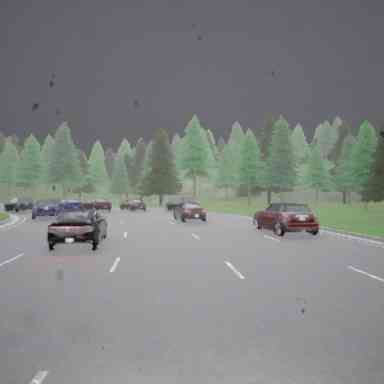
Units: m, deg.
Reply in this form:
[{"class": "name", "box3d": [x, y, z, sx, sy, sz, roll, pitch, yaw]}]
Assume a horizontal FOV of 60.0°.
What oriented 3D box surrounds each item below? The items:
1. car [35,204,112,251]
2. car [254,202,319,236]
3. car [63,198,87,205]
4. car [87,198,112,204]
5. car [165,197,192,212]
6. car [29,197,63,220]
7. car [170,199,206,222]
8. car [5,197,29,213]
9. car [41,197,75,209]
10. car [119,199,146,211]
[{"class": "car", "box3d": [-4.771, 1.494, 14.263, 2.128, 1.511, 4.902, 0, 0, -9]}, {"class": "car", "box3d": [5.087, 1.357, 18.579, 2.097, 1.767, 4.553, 0, 0, -10]}, {"class": "car", "box3d": [-13.528, 1.486, 36.417, 1.882, 1.535, 5.008, 0, -1, -37]}, {"class": "car", "box3d": [-11.136, 1.487, 38.912, 1.882, 1.535, 5.008, 0, 0, -38]}, {"class": "car", "box3d": [-1.334, 1.361, 37.520, 2.097, 1.767, 4.553, 0, 0, -30]}, {"class": "car", "box3d": [-12.641, 1.362, 28.665, 2.097, 1.767, 4.553, 0, 0, -26]}, {"class": "car", "box3d": [-0.225, 1.532, 26.061, 1.812, 1.442, 4.674, 0, 0, -14]}, {"class": "car", "box3d": [-19.562, 1.361, 37.774, 4.553, 1.767, 2.097, 0, 0, 45]}, {"class": "car", "box3d": [-18.662, 1.502, 46.194, 4.902, 1.511, 2.128, 0, 0, 35]}, {"class": "car", "box3d": [-7.154, 1.535, 39.955, 1.812, 1.442, 4.674, 0, 0, -36]}]
